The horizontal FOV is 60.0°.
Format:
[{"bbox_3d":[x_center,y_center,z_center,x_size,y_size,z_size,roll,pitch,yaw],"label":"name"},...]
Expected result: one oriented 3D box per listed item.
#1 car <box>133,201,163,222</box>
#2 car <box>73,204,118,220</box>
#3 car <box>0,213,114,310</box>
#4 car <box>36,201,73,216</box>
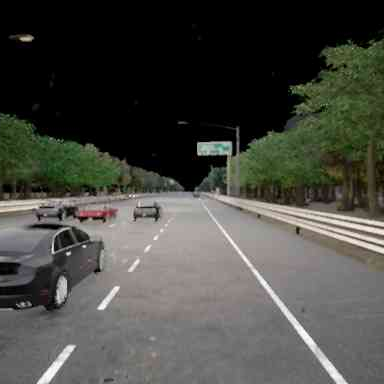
[{"bbox_3d":[-3.357,1.427,25.983,2.128,1.511,4.902,0,0,0],"label":"car"},{"bbox_3d":[-6.860,1.540,24.694,1.895,1.301,4.718,0,0,0],"label":"car"},{"bbox_3d":[-3.393,1.486,7.746,1.837,1.490,4.892,0,0,0],"label":"car"},{"bbox_3d":[-10.356,1.427,25.953,2.128,1.511,4.902,0,0,0],"label":"car"}]
